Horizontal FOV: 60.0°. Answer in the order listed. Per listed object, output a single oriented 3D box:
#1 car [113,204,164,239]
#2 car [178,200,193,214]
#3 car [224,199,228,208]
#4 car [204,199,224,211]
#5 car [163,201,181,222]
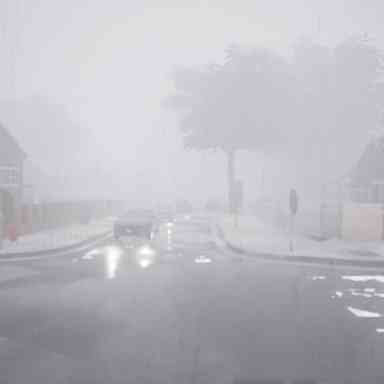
[{"bbox_3d":[-2.973,1.657,18.612,1.882,1.535,5.008,0,-1,2],"label":"car"},{"bbox_3d":[-1.152,1.771,41.010,2.097,1.767,4.553,0,-1,8],"label":"car"},{"bbox_3d":[5.286,1.980,60.340,2.097,1.767,4.553,0,0,15],"label":"car"},{"bbox_3d":[3.203,1.890,50.643,2.097,1.767,4.553,0,0,12],"label":"car"},{"bbox_3d":[-2.420,1.796,29.422,1.837,1.490,4.892,0,-1,5],"label":"car"}]
